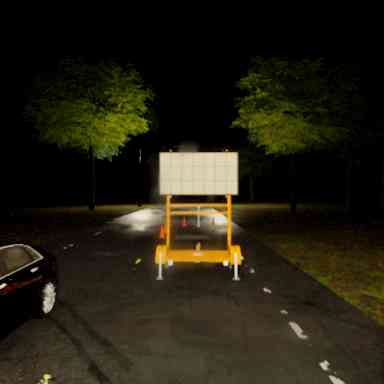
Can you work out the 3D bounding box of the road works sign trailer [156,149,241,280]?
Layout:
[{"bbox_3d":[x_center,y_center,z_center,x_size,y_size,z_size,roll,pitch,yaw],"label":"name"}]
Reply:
[{"bbox_3d":[0.203,0.511,10.104,2.380,3.560,2.880,0,0,2],"label":"road works sign trailer"}]

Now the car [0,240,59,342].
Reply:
[{"bbox_3d":[-3.507,1.527,4.669,1.837,1.490,4.892,0,0,0],"label":"car"}]
